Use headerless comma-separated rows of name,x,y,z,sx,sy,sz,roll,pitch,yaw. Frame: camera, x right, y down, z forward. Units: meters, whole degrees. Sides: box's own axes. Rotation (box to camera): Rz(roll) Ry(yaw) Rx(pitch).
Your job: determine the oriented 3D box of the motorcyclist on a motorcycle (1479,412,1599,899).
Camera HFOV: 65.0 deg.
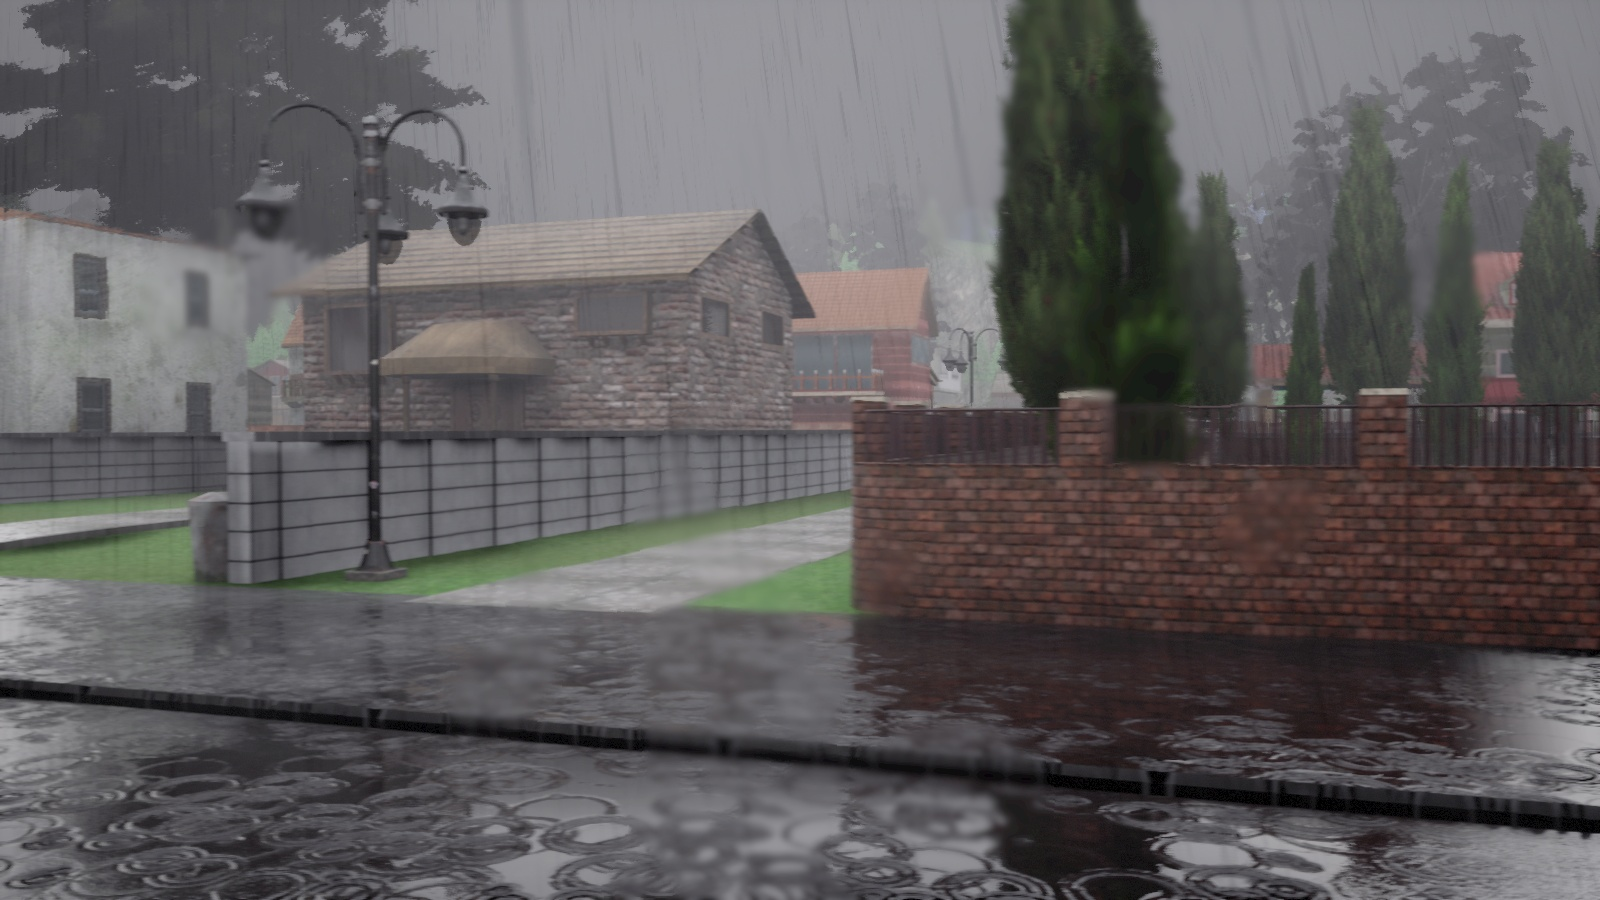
motorcyclist on a motorcycle,2.882,0.744,2.751,2.350,1.649,0.766,0,1,19
